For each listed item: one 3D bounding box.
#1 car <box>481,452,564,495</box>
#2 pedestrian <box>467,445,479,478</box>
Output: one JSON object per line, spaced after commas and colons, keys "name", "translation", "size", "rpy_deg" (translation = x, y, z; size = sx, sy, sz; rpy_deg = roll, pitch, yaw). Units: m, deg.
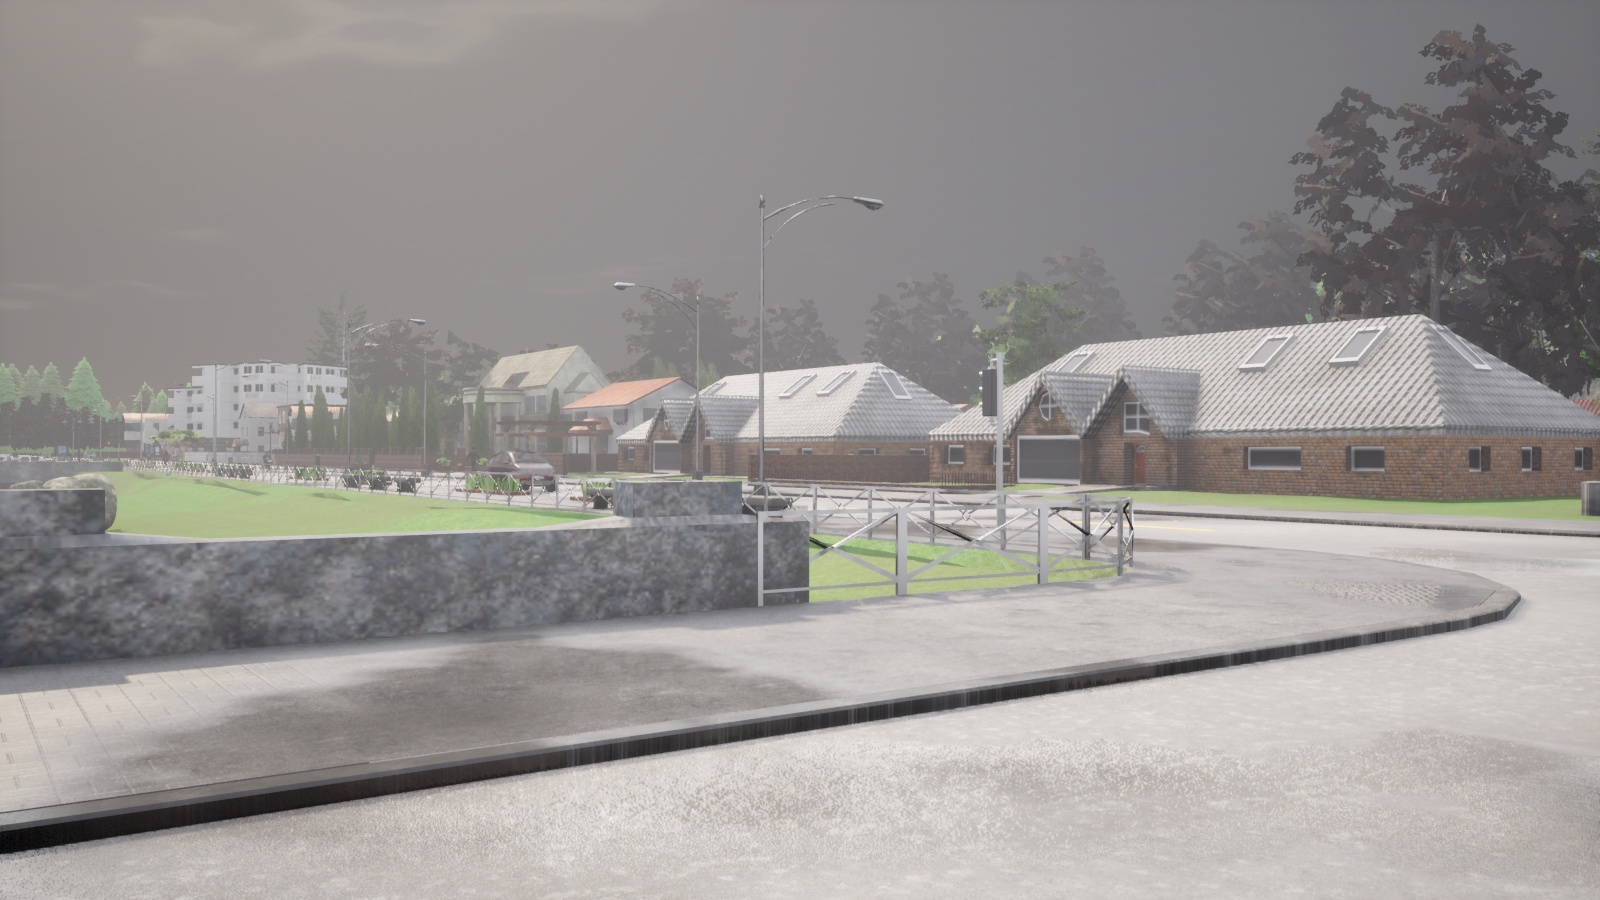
{"name": "car", "translation": [-10.488, 0.861, 47.308], "size": [1.789, 1.549, 3.705], "rpy_deg": [0, 0, -35]}
{"name": "pedestrian", "translation": [-19.326, 0.678, 74.312], "size": [0.423, 1.949, 0.788], "rpy_deg": [0, 0, -36]}
